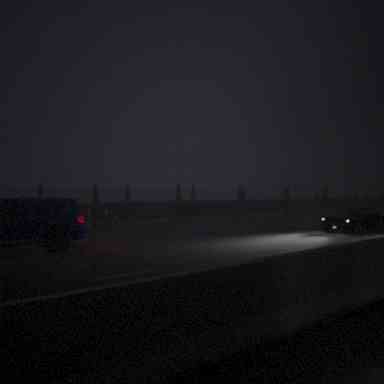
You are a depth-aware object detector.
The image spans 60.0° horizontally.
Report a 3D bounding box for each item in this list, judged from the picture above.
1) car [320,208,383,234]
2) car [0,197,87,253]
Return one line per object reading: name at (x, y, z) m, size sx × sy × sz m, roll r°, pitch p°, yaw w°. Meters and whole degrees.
car at (9.568, 1.608, 19.434) m, size 4.718 × 1.301 × 1.895 m, roll 0°, pitch 0°, yaw -36°
car at (-6.728, 1.222, 12.090) m, size 5.566 × 2.045 × 2.150 m, roll 0°, pitch 0°, yaw -36°
